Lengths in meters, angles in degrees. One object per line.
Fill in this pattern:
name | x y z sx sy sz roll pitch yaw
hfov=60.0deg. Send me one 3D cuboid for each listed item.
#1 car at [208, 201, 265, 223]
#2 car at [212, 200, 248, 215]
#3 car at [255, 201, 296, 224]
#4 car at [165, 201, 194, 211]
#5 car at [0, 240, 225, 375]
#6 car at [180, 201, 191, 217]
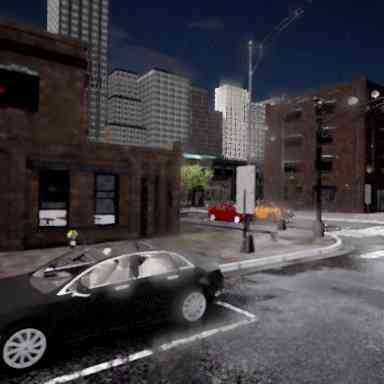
car | 3.070 1.625 25.469 1.887 1.381 4.507 1 -1 -35
car | 4.358 1.775 38.698 1.967 1.590 4.097 1 -1 -35
car | 5.922 1.477 26.156 2.097 1.767 4.553 1 -1 -35
car | -1.849 1.979 47.557 2.008 1.369 4.403 1 -1 -35
car | -1.435 1.552 5.519 4.403 1.369 2.008 0 1 -35
car | -2.090 1.739 32.844 1.802 1.307 4.206 1 -1 -35
